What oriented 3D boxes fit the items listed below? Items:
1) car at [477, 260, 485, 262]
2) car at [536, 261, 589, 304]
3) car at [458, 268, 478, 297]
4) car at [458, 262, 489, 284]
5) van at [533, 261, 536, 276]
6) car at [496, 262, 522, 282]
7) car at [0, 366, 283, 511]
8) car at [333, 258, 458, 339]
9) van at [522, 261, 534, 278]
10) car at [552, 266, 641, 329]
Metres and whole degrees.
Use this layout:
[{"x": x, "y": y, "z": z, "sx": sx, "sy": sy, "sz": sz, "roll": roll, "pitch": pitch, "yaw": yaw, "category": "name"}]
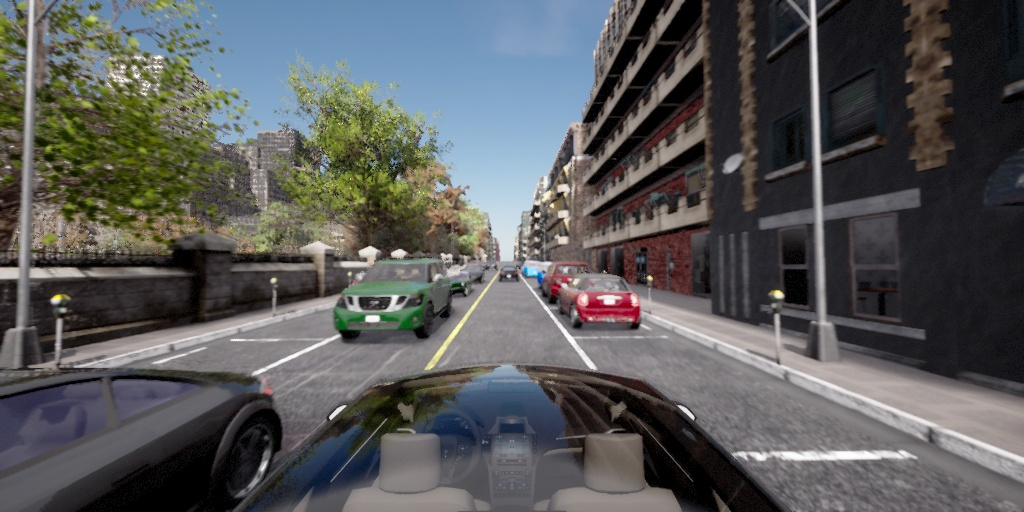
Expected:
[{"x": -6.317, "y": 1.697, "z": 61.266, "sx": 2.192, "sy": 1.841, "sz": 5.009, "roll": 0, "pitch": 0, "yaw": -1, "category": "car"}, {"x": 2.553, "y": 1.209, "z": 17.175, "sx": 2.192, "sy": 1.841, "sz": 5.009, "roll": 0, "pitch": 0, "yaw": -1, "category": "car"}, {"x": -3.271, "y": 1.560, "z": 20.682, "sx": 1.895, "sy": 1.301, "sz": 4.718, "roll": 0, "pitch": -1, "yaw": 0, "category": "car"}, {"x": -3.343, "y": 1.541, "z": 30.997, "sx": 1.882, "sy": 1.535, "sz": 5.008, "roll": 0, "pitch": -1, "yaw": 0, "category": "car"}, {"x": 2.492, "y": 1.291, "z": 22.698, "sx": 1.690, "sy": 1.789, "sz": 3.998, "roll": 0, "pitch": 0, "yaw": -1, "category": "van"}, {"x": -0.267, "y": 1.596, "z": 33.283, "sx": 1.812, "sy": 1.442, "sz": 4.674, "roll": 0, "pitch": 0, "yaw": 0, "category": "car"}, {"x": -3.068, "y": 1.330, "z": 1.555, "sx": 1.994, "sy": 1.385, "sz": 4.181, "roll": 0, "pitch": -1, "yaw": -1, "category": "car"}, {"x": -3.173, "y": 1.081, "z": 10.834, "sx": 2.150, "sy": 2.045, "sz": 5.566, "roll": 0, "pitch": -1, "yaw": -1, "category": "car"}, {"x": 2.308, "y": 1.458, "z": 39.268, "sx": 1.690, "sy": 1.789, "sz": 3.998, "roll": 0, "pitch": 0, "yaw": -1, "category": "van"}, {"x": 2.614, "y": 1.278, "z": 11.653, "sx": 1.967, "sy": 1.591, "sz": 4.097, "roll": 0, "pitch": 0, "yaw": -1, "category": "car"}]
